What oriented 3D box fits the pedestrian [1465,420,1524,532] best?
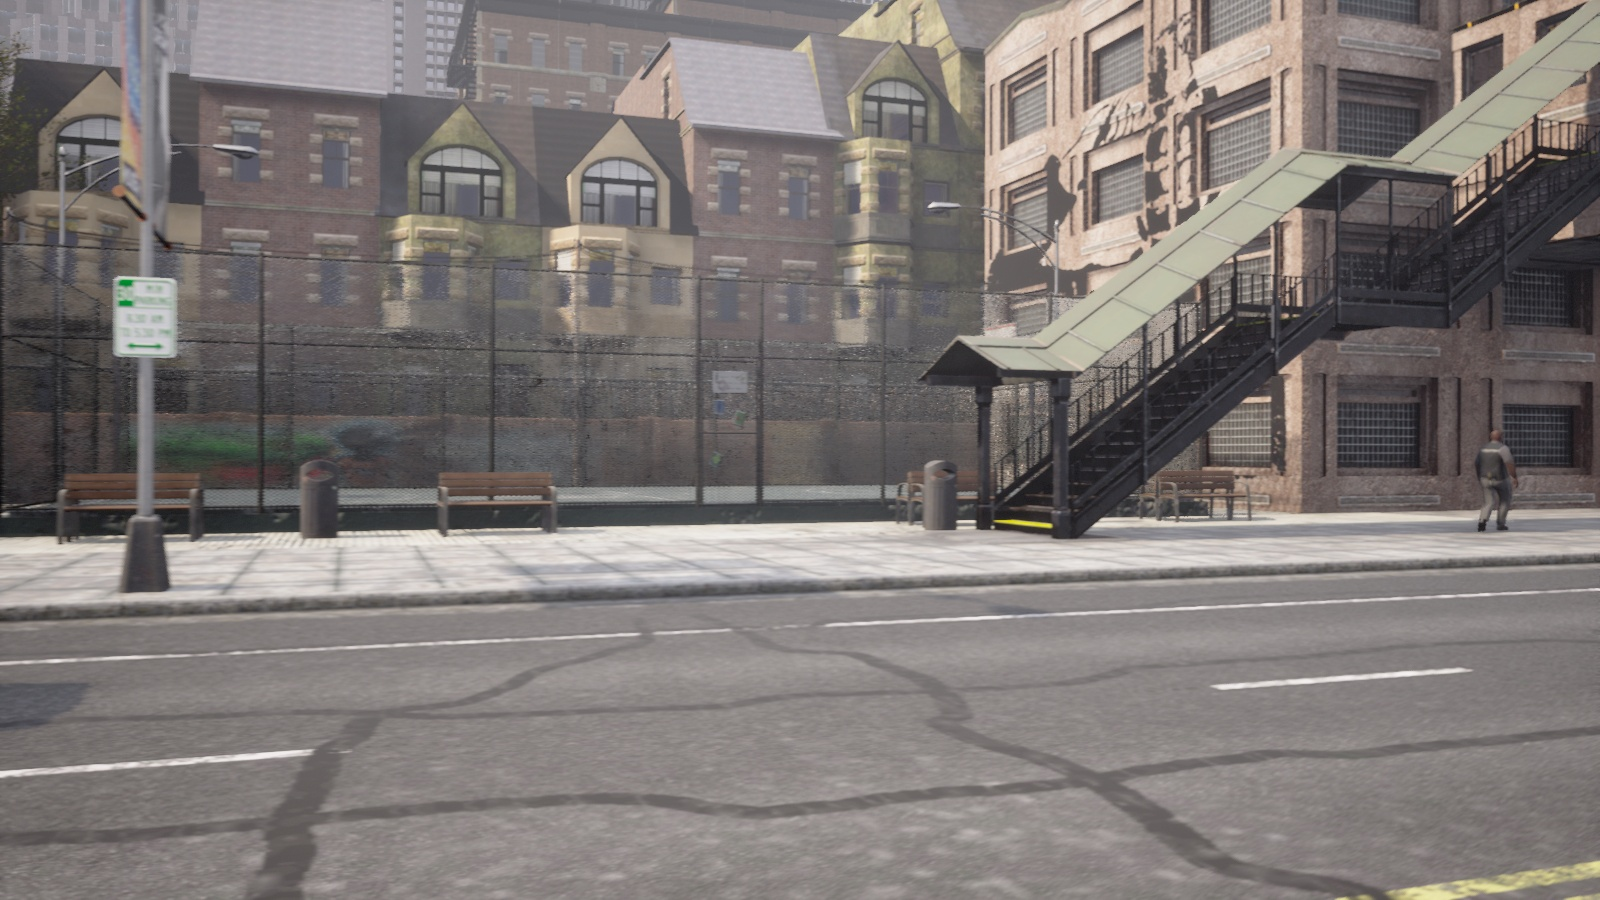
[{"bbox_3d":[11.924,0.430,21.567,0.849,1.883,0.563,0,0,-34],"label":"pedestrian"}]
